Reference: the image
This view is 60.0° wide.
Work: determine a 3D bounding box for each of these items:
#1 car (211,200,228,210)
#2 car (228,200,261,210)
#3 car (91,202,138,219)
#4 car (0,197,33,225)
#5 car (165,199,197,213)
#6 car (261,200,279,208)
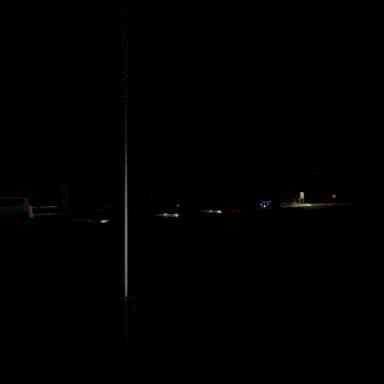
[{"bbox_3d":[4.616,1.965,49.828,1.812,1.442,4.674,-1,-1,36],"label":"car"},{"bbox_3d":[7.792,1.914,49.400,2.128,1.511,4.902,-1,-1,35],"label":"car"},{"bbox_3d":[-7.470,1.723,32.523,1.882,1.535,5.008,-1,-1,35],"label":"car"},{"bbox_3d":[-13.948,1.358,23.016,2.150,2.045,5.566,-1,-1,32],"label":"car"},{"bbox_3d":[-1.290,1.698,41.411,2.097,1.767,4.553,-1,-1,35],"label":"car"},{"bbox_3d":[13.485,2.113,57.666,1.895,1.301,4.718,-1,-1,35],"label":"car"}]
